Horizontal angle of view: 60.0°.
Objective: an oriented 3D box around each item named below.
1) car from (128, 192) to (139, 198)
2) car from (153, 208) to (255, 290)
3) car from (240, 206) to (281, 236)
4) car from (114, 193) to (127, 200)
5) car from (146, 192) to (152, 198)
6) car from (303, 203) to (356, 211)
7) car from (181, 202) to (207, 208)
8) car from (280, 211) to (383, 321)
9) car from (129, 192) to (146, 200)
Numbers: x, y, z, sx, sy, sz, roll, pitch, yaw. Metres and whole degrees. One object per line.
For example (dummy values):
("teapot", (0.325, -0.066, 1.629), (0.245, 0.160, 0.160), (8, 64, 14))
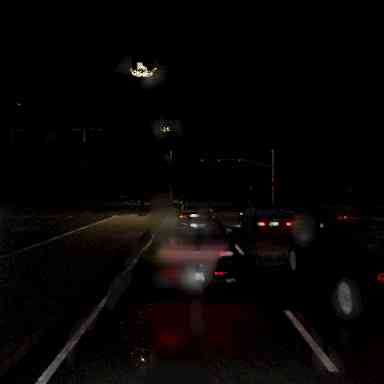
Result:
("car", (-15.051, 0.761, 85.875), (2.033, 1.411, 5.357), (0, 1, 0))
("car", (0.094, 1.410, 8.817), (2.128, 1.511, 4.902), (0, 0, 0))
("car", (3.593, 1.394, 16.830), (2.033, 1.411, 5.357), (0, 1, 0))
("car", (-15.042, 0.845, 69.808), (1.882, 1.535, 5.008), (0, 1, 0))
("car", (-11.551, 0.721, 85.872), (1.837, 1.490, 4.892), (0, 1, 0))
("car", (7.092, 1.347, 17.293), (1.837, 1.490, 4.892), (0, 1, 0))
("car", (0.091, 1.339, 18.237), (1.837, 1.490, 4.892), (0, 1, 0))
("car", (3.596, 1.411, 7.210), (1.882, 1.535, 5.008), (0, 0, 0))
("car", (-11.542, 0.919, 69.824), (1.994, 1.385, 4.181), (0, 1, 0))
